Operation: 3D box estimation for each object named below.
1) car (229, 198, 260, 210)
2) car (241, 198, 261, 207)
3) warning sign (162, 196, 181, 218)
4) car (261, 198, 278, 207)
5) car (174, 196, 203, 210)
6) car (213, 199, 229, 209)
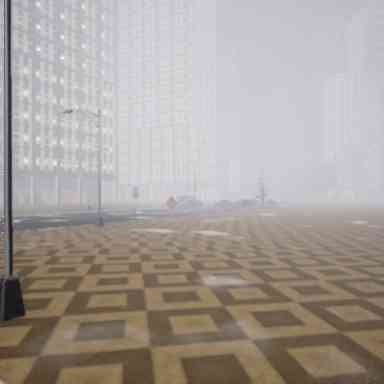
[{"bbox_3d":[7.664,1.757,48.139,1.882,1.535,5.008,0,-1,33],"label":"car"},{"bbox_3d":[10.525,1.859,58.869,1.837,1.490,4.892,0,0,31],"label":"car"},{"bbox_3d":[-1.760,1.251,29.067,1.300,1.860,1.060,0,0,34],"label":"warning sign"},{"bbox_3d":[13.305,1.831,57.185,2.128,1.511,4.902,0,0,31],"label":"car"},{"bbox_3d":[-0.290,1.759,48.091,1.882,1.535,5.008,0,0,34],"label":"car"},{"bbox_3d":[4.883,1.818,49.823,1.812,1.442,4.674,0,-1,33],"label":"car"}]
